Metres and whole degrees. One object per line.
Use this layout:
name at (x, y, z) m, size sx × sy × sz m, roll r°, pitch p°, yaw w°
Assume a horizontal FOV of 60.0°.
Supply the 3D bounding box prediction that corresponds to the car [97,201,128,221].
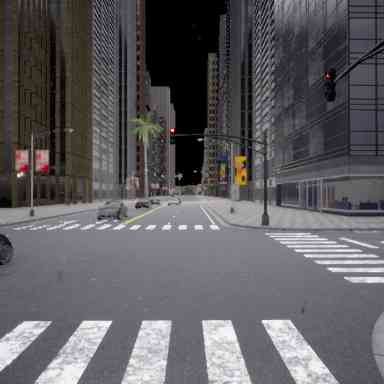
car at (-6.651, 1.564, 28.251) m, size 1.837 × 1.490 × 4.892 m, roll 0°, pitch 0°, yaw 0°

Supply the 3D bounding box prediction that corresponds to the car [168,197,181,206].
car at (-3.266, 1.779, 59.928) m, size 1.895 × 1.301 × 4.718 m, roll 0°, pitch 0°, yaw 0°

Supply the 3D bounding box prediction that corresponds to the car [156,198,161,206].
car at (-6.662, 1.737, 58.617) m, size 1.994 × 1.385 × 4.181 m, roll 0°, pitch 0°, yaw 0°

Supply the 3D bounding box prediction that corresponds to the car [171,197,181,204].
car at (-3.284, 1.786, 69.824) m, size 1.994 × 1.385 × 4.181 m, roll 0°, pitch 0°, yaw 0°

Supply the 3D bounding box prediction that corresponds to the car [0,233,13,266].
car at (-6.620, 1.565, 8.771) m, size 1.994 × 1.385 × 4.181 m, roll 0°, pitch 0°, yaw 0°

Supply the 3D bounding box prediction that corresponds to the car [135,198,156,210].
car at (-6.680, 1.668, 46.314) m, size 2.033 × 1.411 × 5.357 m, roll 0°, pitch 0°, yaw -1°
